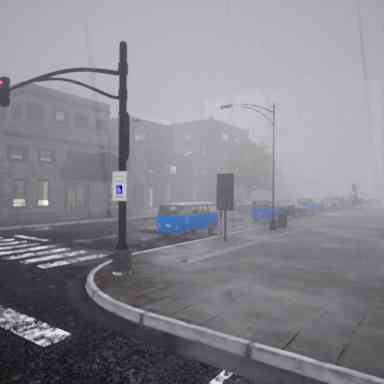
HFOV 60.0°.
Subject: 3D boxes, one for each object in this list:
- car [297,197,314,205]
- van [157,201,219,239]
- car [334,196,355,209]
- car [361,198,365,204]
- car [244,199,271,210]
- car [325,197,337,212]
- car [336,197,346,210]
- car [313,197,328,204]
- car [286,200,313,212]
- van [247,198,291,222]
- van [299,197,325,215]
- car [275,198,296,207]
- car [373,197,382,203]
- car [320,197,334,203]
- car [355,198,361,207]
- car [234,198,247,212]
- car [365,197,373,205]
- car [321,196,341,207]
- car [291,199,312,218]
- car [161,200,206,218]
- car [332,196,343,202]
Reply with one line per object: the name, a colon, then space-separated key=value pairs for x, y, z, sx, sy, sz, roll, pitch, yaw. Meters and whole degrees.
car: x=21.635 y=1.713 z=63.141 sx=1.887 sy=1.381 sz=4.507 roll=0 pitch=0 yaw=35
van: x=-0.098 y=1.411 z=17.652 sx=1.690 sy=1.788 sz=3.998 roll=0 pitch=0 yaw=35
car: x=22.131 y=1.501 z=49.273 sx=2.192 sy=1.841 sz=5.009 roll=0 pitch=0 yaw=35
car: x=28.579 y=1.752 z=58.446 sx=1.752 sy=1.417 sz=4.829 roll=0 pitch=0 yaw=35
car: x=8.933 y=1.636 z=45.073 sx=1.887 sy=1.381 sz=4.507 roll=0 pitch=0 yaw=35
car: x=15.877 y=1.675 z=40.377 sx=1.752 sy=1.417 sz=4.829 roll=0 pitch=0 yaw=35
car: x=18.954 y=1.733 z=44.755 sx=1.947 sy=1.339 sz=4.313 roll=0 pitch=0 yaw=35
car: x=27.888 y=1.736 z=72.036 sx=1.752 sy=1.417 sz=4.829 roll=0 pitch=0 yaw=35
car: x=13.397 y=1.693 z=41.349 sx=1.994 sy=1.385 sz=4.181 roll=0 pitch=0 yaw=35
van: x=6.253 y=1.440 z=26.686 sx=1.690 sy=1.788 sz=3.998 roll=0 pitch=0 yaw=35
van: x=12.604 y=1.473 z=35.721 sx=1.690 sy=1.788 sz=3.998 roll=0 pitch=0 yaw=35
car: x=15.284 y=1.673 z=54.107 sx=1.887 sy=1.381 sz=4.507 roll=0 pitch=0 yaw=35
car: x=44.359 y=1.904 z=80.893 sx=1.947 sy=1.339 sz=4.313 roll=0 pitch=0 yaw=35
car: x=31.161 y=1.800 z=76.693 sx=1.947 sy=1.339 sz=4.313 roll=0 pitch=0 yaw=35
car: x=25.307 y=1.521 z=53.791 sx=2.192 sy=1.841 sz=5.009 roll=0 pitch=0 yaw=35
car: x=5.759 y=1.514 z=40.556 sx=1.967 sy=1.590 sz=4.097 roll=0 pitch=0 yaw=35
car: x=34.832 y=1.814 z=67.342 sx=1.887 sy=1.381 sz=4.507 roll=0 pitch=0 yaw=35
car: x=22.979 y=1.539 z=54.975 sx=2.097 sy=1.767 sz=4.553 roll=0 pitch=0 yaw=35
car: x=9.427 y=1.660 z=31.203 sx=1.887 sy=1.381 sz=4.507 roll=0 pitch=0 yaw=35
car: x=-0.691 y=1.566 z=31.381 sx=1.752 sy=1.417 sz=4.829 roll=0 pitch=0 yaw=35
car: x=37.513 y=1.720 z=85.727 sx=1.967 sy=1.590 sz=4.097 roll=0 pitch=0 yaw=35
